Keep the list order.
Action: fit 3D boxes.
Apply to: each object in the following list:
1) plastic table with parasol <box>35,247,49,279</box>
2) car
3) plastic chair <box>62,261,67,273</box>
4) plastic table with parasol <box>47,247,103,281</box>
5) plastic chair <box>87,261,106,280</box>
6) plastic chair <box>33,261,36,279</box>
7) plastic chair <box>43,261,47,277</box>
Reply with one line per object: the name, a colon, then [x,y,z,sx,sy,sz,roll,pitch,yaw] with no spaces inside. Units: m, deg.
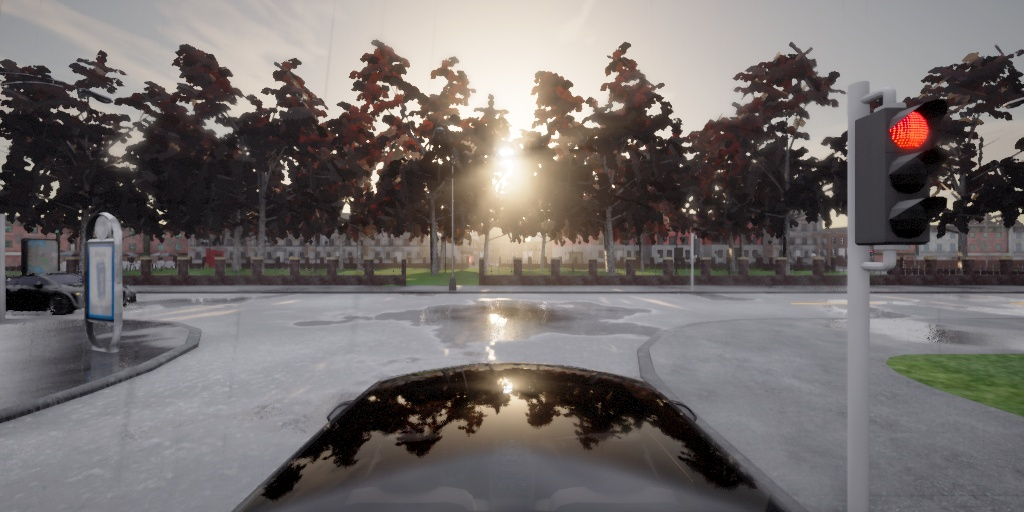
plastic table with parasol: [-43.616,0.620,34.871,2.482,2.480,2.482,0,0,-39]
car: [-16.242,1.314,12.855,4.181,1.385,1.994,0,0,0]
plastic chair: [-38.292,1.306,31.256,0.750,1.272,0.730,0,0,-35]
plastic table with parasol: [-39.195,0.694,32.229,2.482,2.480,2.482,0,0,-40]
plastic chair: [-38.197,1.296,32.962,0.730,1.272,0.750,0,0,-40]
plastic chair: [-44.624,1.295,34.121,0.730,1.272,0.750,0,0,-41]
plastic chair: [-40.225,1.293,31.484,0.730,1.272,0.750,0,0,-40]
